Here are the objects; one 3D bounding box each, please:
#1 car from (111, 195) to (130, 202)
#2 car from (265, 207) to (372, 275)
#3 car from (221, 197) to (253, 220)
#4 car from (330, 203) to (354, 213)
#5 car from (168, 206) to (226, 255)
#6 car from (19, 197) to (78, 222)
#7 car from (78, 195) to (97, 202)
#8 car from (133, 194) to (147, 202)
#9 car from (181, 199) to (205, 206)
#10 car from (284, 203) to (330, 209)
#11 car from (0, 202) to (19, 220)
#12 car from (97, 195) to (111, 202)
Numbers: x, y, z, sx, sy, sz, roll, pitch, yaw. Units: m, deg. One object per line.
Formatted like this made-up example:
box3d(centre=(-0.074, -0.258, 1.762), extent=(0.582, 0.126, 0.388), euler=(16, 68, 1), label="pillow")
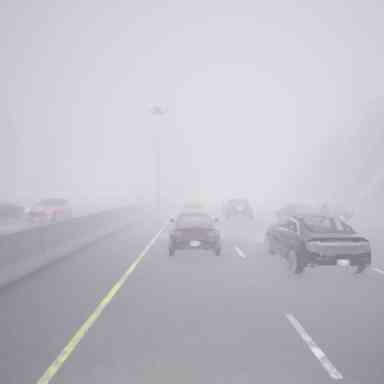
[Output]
box3d(centre=(-13.740, 1.295, 65.703), extent=(2.033, 1.411, 5.357), euler=(0, 0, 3), label="car")
box3d(centre=(3.599, 1.454, 10.317), extent=(2.128, 1.511, 4.902), euler=(0, 0, 0), label="car")
box3d(centre=(3.606, 1.251, 27.206), extent=(2.097, 1.767, 4.553), euler=(0, 0, 0), label="car")
box3d(centre=(10.606, 1.507, 25.885), extent=(1.895, 1.301, 4.718), euler=(0, 0, 0), label="car")
box3d(centre=(0.090, 1.477, 12.957), extent=(1.812, 1.442, 4.674), euler=(0, 0, 0), label="car")
box3d(centre=(-10.589, 1.254, 24.939), extent=(2.097, 1.767, 4.553), euler=(0, 0, 0), label="car")
box3d(centre=(-20.764, 1.303, 64.834), extent=(1.994, 1.385, 4.181), euler=(0, 0, 2), label="car")
box3d(centre=(-10.237, 1.105, 65.564), extent=(2.097, 1.767, 4.553), euler=(0, 0, 3), label="car")
box3d(centre=(0.108, 1.368, 29.041), extent=(1.882, 1.535, 5.008), euler=(0, 0, 0), label="car")
box3d(centre=(7.103, 1.465, 22.542), extent=(2.033, 1.411, 5.357), euler=(0, 0, 0), label="car")
box3d(centre=(-14.091, 1.452, 24.138), extent=(2.033, 1.411, 5.357), euler=(0, 0, 0), label="car")
box3d(centre=(-17.235, 1.297, 65.900), extent=(2.033, 1.411, 5.357), euler=(0, 0, 3), label="car")
